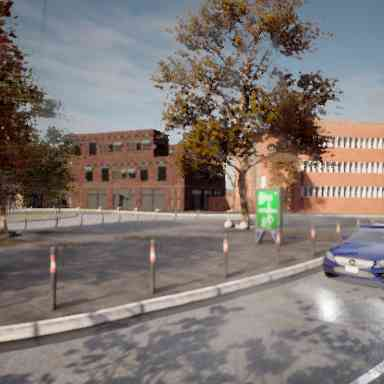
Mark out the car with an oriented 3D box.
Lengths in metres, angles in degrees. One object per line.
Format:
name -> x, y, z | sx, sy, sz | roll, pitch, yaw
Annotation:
car -> 5.611, 1.690, 9.787 | 4.674, 1.442, 1.812 | 2, -1, -44
